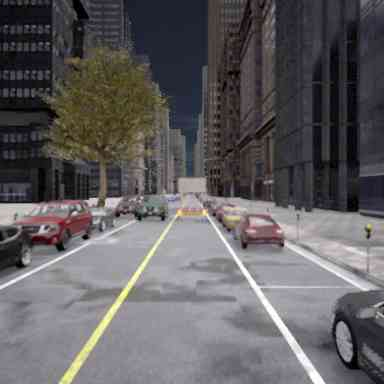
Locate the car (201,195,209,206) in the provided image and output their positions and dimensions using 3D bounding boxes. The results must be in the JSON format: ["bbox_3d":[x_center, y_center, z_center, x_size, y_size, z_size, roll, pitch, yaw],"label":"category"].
[{"bbox_3d":[2.762,1.589,48.379,2.008,1.369,4.403,0,0,0],"label":"car"}]

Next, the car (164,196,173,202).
[{"bbox_3d":[-5.763,1.661,82.435,1.802,1.307,4.206,0,0,0],"label":"car"}]

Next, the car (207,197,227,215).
[{"bbox_3d":[2.762,1.461,31.347,1.967,1.590,4.097,0,0,0],"label":"car"}]

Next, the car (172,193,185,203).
[{"bbox_3d":[-2.999,1.463,68.069,1.812,1.442,4.674,0,0,0],"label":"car"}]

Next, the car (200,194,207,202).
[{"bbox_3d":[2.762,1.485,54.056,1.967,1.590,4.097,0,0,0],"label":"car"}]

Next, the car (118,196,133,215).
[{"bbox_3d":[-5.763,1.335,31.338,2.192,1.841,5.009,0,0,0],"label":"car"}]

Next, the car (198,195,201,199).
[{"bbox_3d":[2.762,1.608,65.412,2.008,1.369,4.403,0,0,0],"label":"car"}]

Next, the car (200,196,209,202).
[{"bbox_3d":[2.762,1.617,76.767,1.887,1.381,4.507,0,0,0],"label":"car"}]

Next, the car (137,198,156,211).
[{"bbox_3d":[-5.763,1.557,42.523,1.752,1.417,4.829,0,0,0],"label":"car"}]

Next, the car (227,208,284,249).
[{"bbox_3d":[2.763,1.590,14.314,1.802,1.307,4.206,0,0,0],"label":"car"}]

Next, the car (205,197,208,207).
[{"bbox_3d":[2.763,1.593,37.024,1.947,1.339,4.313,0,0,0],"label":"car"}]

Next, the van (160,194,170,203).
[{"bbox_3d":[-5.763,1.405,71.081,1.690,1.788,3.998,0,0,0],"label":"van"}]

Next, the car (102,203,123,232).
[{"bbox_3d":[-5.762,1.562,19.984,2.008,1.369,4.403,0,0,0],"label":"car"}]

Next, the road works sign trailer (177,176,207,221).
[{"bbox_3d":[0.001,0.482,27.403,2.380,3.560,2.880,0,0,0],"label":"road works sign trailer"}]

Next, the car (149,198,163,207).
[{"bbox_3d":[-5.763,1.626,54.048,1.802,1.307,4.206,0,0,0],"label":"car"}]

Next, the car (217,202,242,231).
[{"bbox_3d":[2.763,1.538,20.161,1.752,1.417,4.829,0,0,0],"label":"car"}]

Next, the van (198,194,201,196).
[{"bbox_3d":[2.762,1.406,71.090,1.690,1.788,3.998,0,0,0],"label":"van"}]

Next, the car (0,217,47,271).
[{"bbox_3d":[-5.762,1.570,8.629,1.947,1.339,4.313,0,0,0],"label":"car"}]

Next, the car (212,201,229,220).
[{"bbox_3d":[2.762,1.598,25.669,1.802,1.307,4.206,0,0,0],"label":"car"}]

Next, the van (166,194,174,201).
[{"bbox_3d":[-5.763,1.428,88.113,1.690,1.788,3.998,0,0,0],"label":"van"}]

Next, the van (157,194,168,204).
[{"bbox_3d":[-5.763,1.398,65.403,1.690,1.788,3.998,0,0,0],"label":"van"}]

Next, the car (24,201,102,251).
[{"bbox_3d":[-5.763,1.322,14.307,2.192,1.841,5.009,0,0,0],"label":"car"}]

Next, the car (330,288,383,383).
[{"bbox_3d":[2.763,1.553,2.959,2.008,1.369,4.403,0,0,0],"label":"car"}]

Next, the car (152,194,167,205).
[{"bbox_3d":[-5.763,1.365,59.726,2.192,1.841,5.009,0,0,0],"label":"car"}]

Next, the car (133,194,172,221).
[{"bbox_3d":[-3.100,1.241,27.435,2.150,2.045,5.566,0,0,0],"label":"car"}]

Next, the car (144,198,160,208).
[{"bbox_3d":[-5.763,1.620,48.371,1.802,1.307,4.206,0,0,0],"label":"car"}]

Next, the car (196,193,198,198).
[{"bbox_3d":[2.762,1.537,93.800,1.967,1.590,4.097,0,0,0],"label":"car"}]
